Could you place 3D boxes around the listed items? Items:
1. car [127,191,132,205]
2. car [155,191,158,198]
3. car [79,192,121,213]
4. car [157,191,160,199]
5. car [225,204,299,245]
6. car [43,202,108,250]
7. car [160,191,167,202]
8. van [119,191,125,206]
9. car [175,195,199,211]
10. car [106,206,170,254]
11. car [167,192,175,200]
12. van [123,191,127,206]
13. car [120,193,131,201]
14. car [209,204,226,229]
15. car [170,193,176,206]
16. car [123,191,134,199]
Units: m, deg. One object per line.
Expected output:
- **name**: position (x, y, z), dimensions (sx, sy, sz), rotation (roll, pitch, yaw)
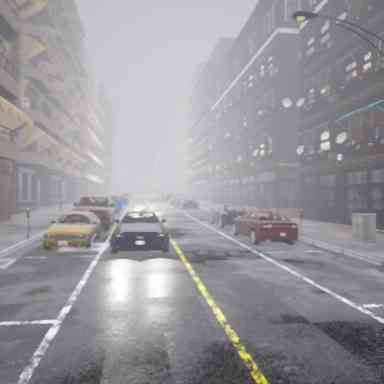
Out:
- **car**: position (-9.886, 0.874, 46.406), dimensions (2.192, 1.841, 5.009), rotation (2, 0, -9)
- **car**: position (-7.338, 0.985, 80.354), dimensions (1.802, 1.307, 4.206), rotation (2, 0, -9)
- **car**: position (-5.552, 1.104, 19.098), dimensions (2.192, 1.841, 5.009), rotation (2, 0, -9)
- **car**: position (-5.600, 0.911, 69.428), dimensions (1.967, 1.590, 4.097), rotation (2, 0, -9)
- **car**: position (3.099, 1.455, 14.808), dimensions (1.887, 1.381, 4.507), rotation (2, 0, -9)
- **car**: position (-4.666, 1.368, 13.468), dimensions (1.752, 1.417, 4.829), rotation (2, 0, -9)
- **car**: position (-3.862, 0.861, 58.501), dimensions (2.192, 1.841, 5.009), rotation (2, 0, -9)
- **van**: position (-7.286, 1.032, 30.019), dimensions (1.690, 1.788, 3.998), rotation (2, 0, -9)
- **car**: position (-0.368, 1.260, 36.658), dimensions (1.887, 1.381, 4.507), rotation (2, 0, -9)
- **car**: position (-1.974, 1.438, 12.777), dimensions (1.994, 1.385, 4.181), rotation (1, 1, -9)
- **car**: position (-2.091, 1.068, 47.584), dimensions (1.967, 1.590, 4.097), rotation (2, 0, -9)
- **van**: position (-8.154, 0.987, 35.483), dimensions (1.690, 1.788, 3.998), rotation (2, 0, -9)
- **car**: position (-12.495, 1.004, 62.794), dimensions (1.947, 1.339, 4.313), rotation (2, 0, -9)
- **car**: position (2.231, 1.410, 20.272), dimensions (2.008, 1.369, 4.403), rotation (2, 0, -9)
- **car**: position (-1.235, 1.216, 42.119), dimensions (1.887, 1.381, 4.507), rotation (2, 0, -9)
- **car**: position (-15.087, 0.649, 79.178), dimensions (2.192, 1.841, 5.009), rotation (2, 0, -9)
